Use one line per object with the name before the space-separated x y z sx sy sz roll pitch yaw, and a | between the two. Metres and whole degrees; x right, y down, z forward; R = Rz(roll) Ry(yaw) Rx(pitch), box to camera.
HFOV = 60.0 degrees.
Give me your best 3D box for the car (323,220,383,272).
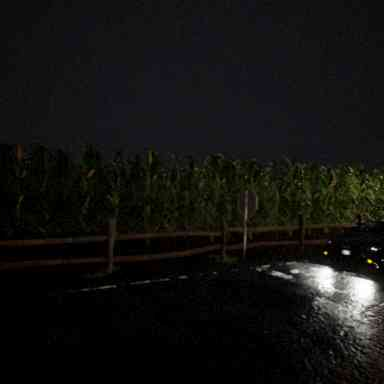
car | 6.310 1.665 11.017 4.181 1.385 1.994 1 0 -32
